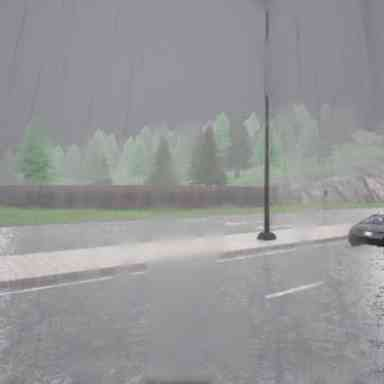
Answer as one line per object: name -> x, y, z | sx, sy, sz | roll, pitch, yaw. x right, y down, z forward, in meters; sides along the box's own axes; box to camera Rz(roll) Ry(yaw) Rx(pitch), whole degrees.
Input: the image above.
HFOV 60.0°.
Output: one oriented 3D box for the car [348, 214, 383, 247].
car -> 8.541, 1.618, 14.175 | 4.181, 1.385, 1.994 | 1, 0, -35
